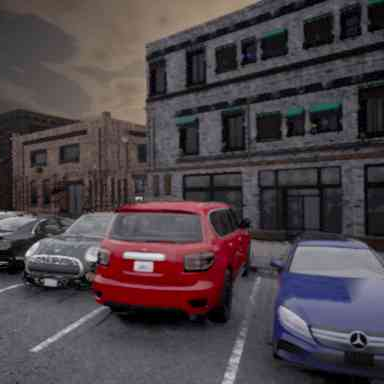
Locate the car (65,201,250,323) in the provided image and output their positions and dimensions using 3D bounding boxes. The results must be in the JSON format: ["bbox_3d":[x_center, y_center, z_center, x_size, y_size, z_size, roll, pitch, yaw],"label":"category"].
[{"bbox_3d":[0.001,1.229,7.486,2.435,2.045,5.566,0,-1,16],"label":"car"}]

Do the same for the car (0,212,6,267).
[{"bbox_3d":[-4.786,1.476,10.857,2.231,1.521,4.892,0,-1,16],"label":"car"}]

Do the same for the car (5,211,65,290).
[{"bbox_3d":[-2.376,1.351,9.189,2.185,1.767,4.553,1,-1,15],"label":"car"}]

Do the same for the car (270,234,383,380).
[{"bbox_3d":[2.385,1.524,5.752,2.002,1.452,4.674,1,-1,16],"label":"car"}]
